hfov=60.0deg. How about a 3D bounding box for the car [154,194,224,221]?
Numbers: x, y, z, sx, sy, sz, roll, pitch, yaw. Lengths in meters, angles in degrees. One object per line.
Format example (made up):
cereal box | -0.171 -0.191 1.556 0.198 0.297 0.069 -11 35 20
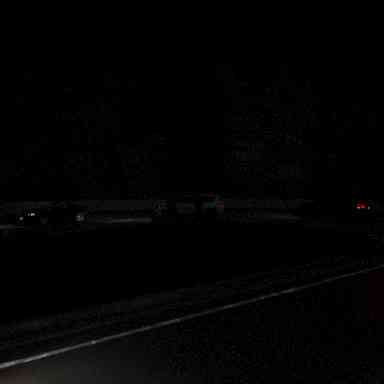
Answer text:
car | -0.222 1.211 26.307 5.566 2.045 2.150 0 -1 -6

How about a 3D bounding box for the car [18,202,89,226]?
car | -9.727 1.474 23.711 2.128 1.511 4.902 0 0 36

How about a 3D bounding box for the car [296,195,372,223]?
car | 10.946 1.221 25.933 2.150 2.045 5.566 1 -1 -40
